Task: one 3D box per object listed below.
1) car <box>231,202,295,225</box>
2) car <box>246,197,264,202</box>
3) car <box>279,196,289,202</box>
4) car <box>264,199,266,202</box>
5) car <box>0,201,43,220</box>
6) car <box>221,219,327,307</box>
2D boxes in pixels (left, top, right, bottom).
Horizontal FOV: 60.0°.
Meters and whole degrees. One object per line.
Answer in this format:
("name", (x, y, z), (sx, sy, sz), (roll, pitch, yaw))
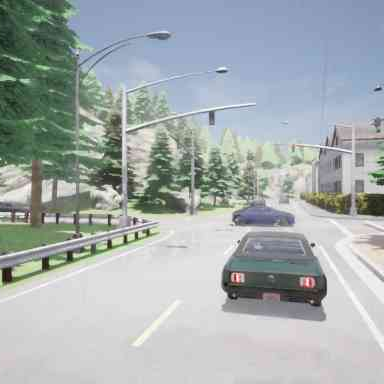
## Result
("car", (4.753, 1.573, 22.340), (4.181, 1.385, 1.994), (0, 0, 15))
("car", (7.486, 1.601, 41.228), (1.895, 1.301, 4.718), (0, 0, 16))
("car", (17.596, 1.547, 63.512), (2.033, 1.411, 5.357), (0, 0, 16))
("car", (10.261, 1.491, 51.035), (2.128, 1.511, 4.902), (0, 0, 16))
("car", (-14.844, 1.522, 27.703), (4.892, 1.490, 1.837), (0, 0, 15))
("car", (2.021, 1.601, 8.106), (1.895, 1.301, 4.718), (0, 0, 15))
